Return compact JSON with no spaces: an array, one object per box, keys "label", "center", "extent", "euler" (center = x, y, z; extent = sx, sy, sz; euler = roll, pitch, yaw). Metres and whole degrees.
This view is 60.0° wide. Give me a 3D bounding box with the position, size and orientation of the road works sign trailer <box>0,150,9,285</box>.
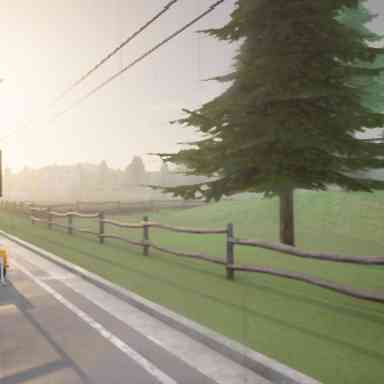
[{"label":"road works sign trailer","center":[-6.359,0.539,8.763],"extent":[2.380,3.560,2.880],"euler":[-1,0,-38]}]
